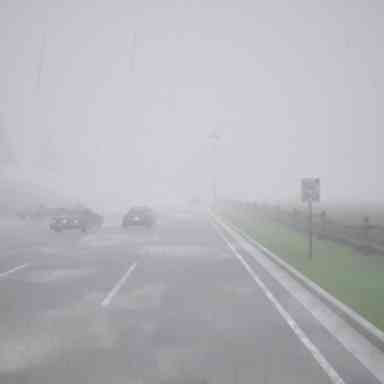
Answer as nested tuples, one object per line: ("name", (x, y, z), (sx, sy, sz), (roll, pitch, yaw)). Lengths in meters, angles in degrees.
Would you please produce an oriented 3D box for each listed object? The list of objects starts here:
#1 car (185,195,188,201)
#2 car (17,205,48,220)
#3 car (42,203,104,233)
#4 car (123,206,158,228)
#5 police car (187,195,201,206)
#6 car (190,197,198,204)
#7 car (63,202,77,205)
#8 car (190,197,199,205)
("car", (-0.920, 1.878, 94.132), (1.994, 1.385, 4.181), (0, 0, -1))
("car", (-14.131, 1.829, 30.760), (1.895, 1.301, 4.718), (0, 0, 0))
("car", (-7.051, 1.688, 20.843), (2.033, 1.411, 5.357), (0, 0, 0))
("car", (-3.572, 1.697, 23.370), (1.994, 1.385, 4.181), (0, 0, 0))
("police car", (0.569, 1.714, 60.980), (1.930, 1.638, 5.238), (0, 0, -1))
("car", (0.360, 1.892, 76.901), (1.812, 1.442, 4.674), (0, 0, -1))
("car", (-10.627, 1.683, 30.157), (1.882, 1.535, 5.008), (0, 0, 0))
("car", (0.439, 1.843, 70.902), (1.837, 1.490, 4.892), (0, 0, -1))
